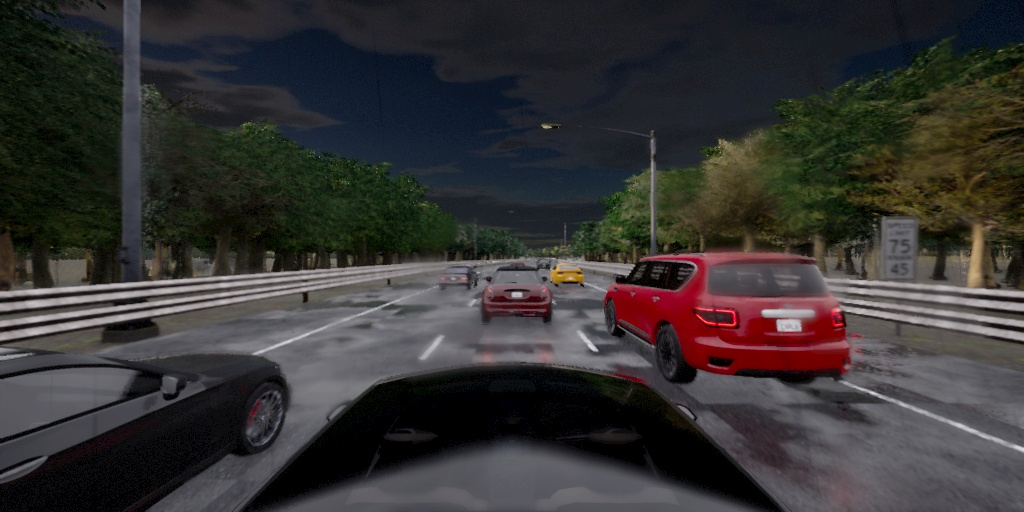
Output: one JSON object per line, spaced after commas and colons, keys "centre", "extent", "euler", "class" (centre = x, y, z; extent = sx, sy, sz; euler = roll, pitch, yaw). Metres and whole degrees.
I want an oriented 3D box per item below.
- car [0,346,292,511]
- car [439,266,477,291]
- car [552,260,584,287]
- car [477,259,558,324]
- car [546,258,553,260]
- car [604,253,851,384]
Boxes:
{"centre": [-3.410, 1.276, 2.122], "extent": [1.812, 1.442, 4.674], "euler": [0, 0, 0], "class": "car"}
{"centre": [-3.200, 1.327, 22.375], "extent": [2.033, 1.411, 5.357], "euler": [0, 0, 1], "class": "car"}
{"centre": [3.761, 1.267, 25.193], "extent": [1.882, 1.535, 5.008], "euler": [0, 0, 1], "class": "car"}
{"centre": [0.159, 1.113, 12.189], "extent": [2.097, 1.767, 4.553], "euler": [0, 0, 0], "class": "car"}
{"centre": [4.880, 1.292, 54.984], "extent": [2.097, 1.767, 4.553], "euler": [0, 0, 3], "class": "car"}
{"centre": [3.515, 0.974, 7.212], "extent": [2.150, 2.045, 5.566], "euler": [0, 0, 0], "class": "car"}
